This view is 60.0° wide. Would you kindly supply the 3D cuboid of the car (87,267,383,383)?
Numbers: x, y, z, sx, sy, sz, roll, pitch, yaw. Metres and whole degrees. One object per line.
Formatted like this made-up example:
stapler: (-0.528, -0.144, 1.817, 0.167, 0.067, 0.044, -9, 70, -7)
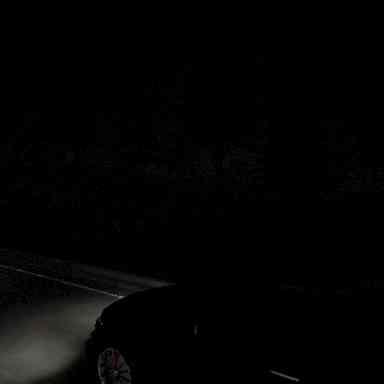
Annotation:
car: (0.960, 1.526, 3.307, 4.674, 1.442, 1.812, 0, 0, 35)
